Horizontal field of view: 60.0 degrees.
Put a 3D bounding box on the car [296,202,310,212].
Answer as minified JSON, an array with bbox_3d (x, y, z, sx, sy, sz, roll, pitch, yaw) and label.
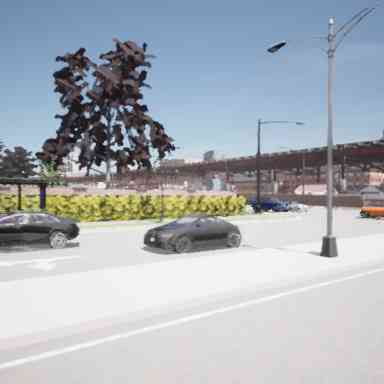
[{"bbox_3d":[13.739,1.969,45.219,1.812,1.442,4.674,1,0,-35],"label":"car"}]

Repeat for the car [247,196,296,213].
[{"bbox_3d":[10.375,1.621,43.920,2.150,2.045,5.566,1,0,-35],"label":"car"}]

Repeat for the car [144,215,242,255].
[{"bbox_3d":[0.114,1.659,13.903,4.181,1.385,1.994,1,0,-35],"label":"car"}]

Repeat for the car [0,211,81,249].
[{"bbox_3d":[-6.958,1.512,13.153,4.902,1.511,2.128,1,0,-35],"label":"car"}]

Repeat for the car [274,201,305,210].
[{"bbox_3d":[15.907,2.128,54.586,1.895,1.301,4.718,1,0,-35],"label":"car"}]

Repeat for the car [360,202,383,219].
[{"bbox_3d":[18.791,1.753,32.016,2.097,1.767,4.553,1,0,-35],"label":"car"}]
